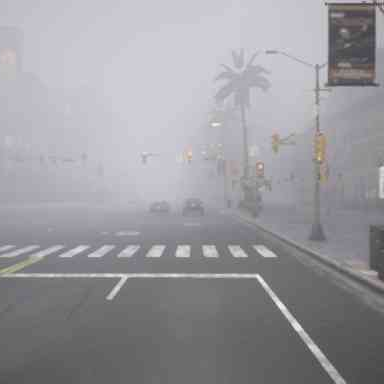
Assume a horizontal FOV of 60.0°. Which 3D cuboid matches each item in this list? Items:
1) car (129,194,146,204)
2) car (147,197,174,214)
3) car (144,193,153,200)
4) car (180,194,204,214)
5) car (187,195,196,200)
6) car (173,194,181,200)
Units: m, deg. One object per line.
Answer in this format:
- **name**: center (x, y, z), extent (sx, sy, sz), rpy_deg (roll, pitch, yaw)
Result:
- **car**: center (-10.473, 1.542, 62.164), extent (2.033, 1.411, 5.357), rpy_deg (0, 0, 1)
- **car**: center (-3.371, 1.561, 35.701), extent (1.994, 1.385, 4.181), rpy_deg (0, 0, 0)
- **car**: center (-10.436, 1.219, 78.070), extent (2.150, 2.045, 5.566), rpy_deg (0, 0, 0)
- **car**: center (0.127, 1.349, 34.678), extent (2.097, 1.767, 4.553), rpy_deg (0, 0, 0)
- **car**: center (-0.118, 1.541, 90.289), extent (1.994, 1.385, 4.181), rpy_deg (0, 0, -4)
- **car**: center (-3.566, 1.463, 89.158), extent (1.882, 1.535, 5.008), rpy_deg (0, 0, -4)
